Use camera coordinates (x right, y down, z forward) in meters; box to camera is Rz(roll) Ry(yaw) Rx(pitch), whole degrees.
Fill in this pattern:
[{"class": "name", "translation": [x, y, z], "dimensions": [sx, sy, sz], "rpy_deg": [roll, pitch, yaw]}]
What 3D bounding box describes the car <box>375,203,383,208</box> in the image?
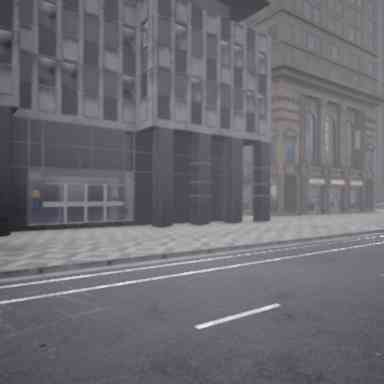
[{"class": "car", "translation": [39.585, 2.868, 69.740], "dimensions": [1.802, 1.307, 4.206], "rpy_deg": [0, -1, -35]}]
